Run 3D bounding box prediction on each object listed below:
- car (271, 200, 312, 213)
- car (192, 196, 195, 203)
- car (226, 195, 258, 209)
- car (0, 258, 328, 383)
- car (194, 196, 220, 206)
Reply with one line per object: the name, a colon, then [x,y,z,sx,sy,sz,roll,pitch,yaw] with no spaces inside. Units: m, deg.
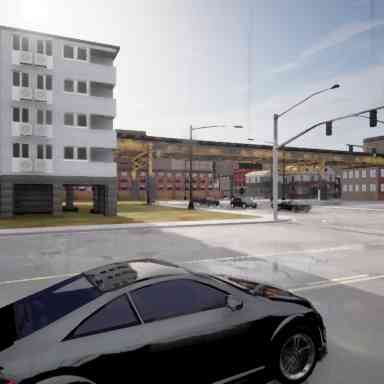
car: [11.095,1.601,37.298,1.895,1.301,4.718,0,0,-26]
car: [0.775,1.547,65.799,2.033,1.411,5.357,0,0,3]
car: [7.079,1.505,45.771,1.837,1.490,4.892,0,0,-25]
car: [-0.331,1.564,4.088,4.181,1.385,1.994,0,0,-30]
car: [2.735,1.547,55.310,2.033,1.411,5.357,0,0,-21]
